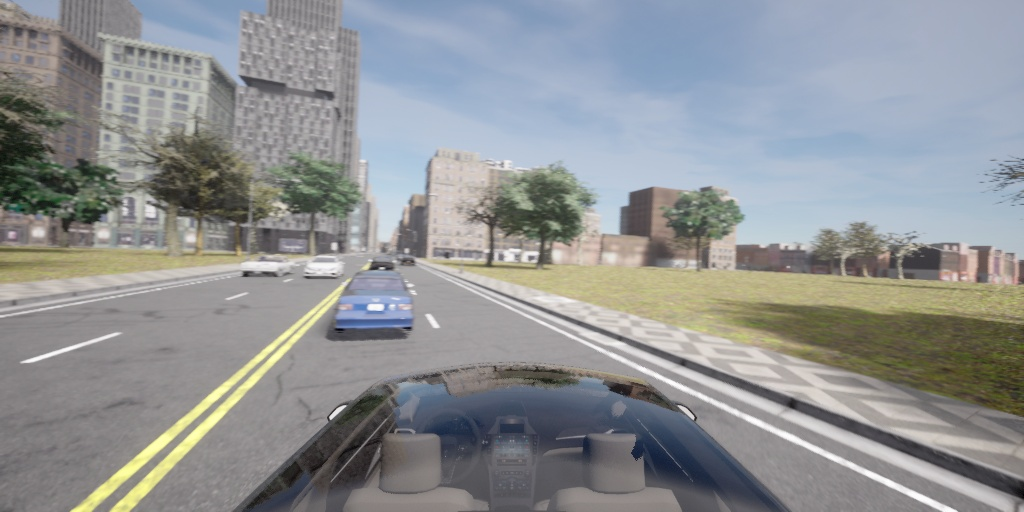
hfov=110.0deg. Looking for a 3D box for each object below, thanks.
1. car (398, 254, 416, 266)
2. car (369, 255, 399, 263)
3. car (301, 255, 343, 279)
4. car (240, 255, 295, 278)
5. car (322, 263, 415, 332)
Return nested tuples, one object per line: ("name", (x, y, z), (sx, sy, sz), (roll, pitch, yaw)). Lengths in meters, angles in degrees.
("car", (-14.763, 0.569, 50.781), (1.882, 1.535, 5.008), (3, 0, -20))
("car", (-10.432, 0.741, 28.865), (1.882, 1.535, 5.008), (3, 0, -20))
("car", (-12.190, 0.694, 23.517), (1.812, 1.442, 4.674), (3, 0, -20))
("car", (-15.385, 0.611, 22.798), (1.895, 1.301, 4.718), (3, 0, -20))
("car", (-3.790, 1.115, 10.131), (2.033, 1.411, 5.357), (3, 0, -20))
